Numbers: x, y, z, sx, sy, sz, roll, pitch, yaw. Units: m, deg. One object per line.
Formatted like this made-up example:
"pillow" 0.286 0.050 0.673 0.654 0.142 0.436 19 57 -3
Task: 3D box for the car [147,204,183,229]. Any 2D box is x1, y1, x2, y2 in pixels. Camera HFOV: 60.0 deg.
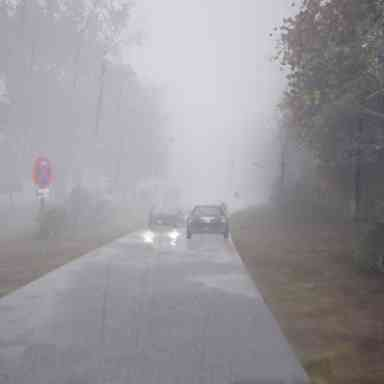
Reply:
"car" -1.698 1.562 22.721 1.882 1.535 5.008 0 -1 6

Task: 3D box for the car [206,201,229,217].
"car" 2.827 1.779 35.797 2.128 1.511 4.902 1 -1 8

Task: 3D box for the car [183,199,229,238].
"car" 0.882 1.415 18.064 2.097 1.767 4.553 0 0 4

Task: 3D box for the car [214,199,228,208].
"car" 5.560 2.160 63.905 1.882 1.535 5.008 2 0 14
